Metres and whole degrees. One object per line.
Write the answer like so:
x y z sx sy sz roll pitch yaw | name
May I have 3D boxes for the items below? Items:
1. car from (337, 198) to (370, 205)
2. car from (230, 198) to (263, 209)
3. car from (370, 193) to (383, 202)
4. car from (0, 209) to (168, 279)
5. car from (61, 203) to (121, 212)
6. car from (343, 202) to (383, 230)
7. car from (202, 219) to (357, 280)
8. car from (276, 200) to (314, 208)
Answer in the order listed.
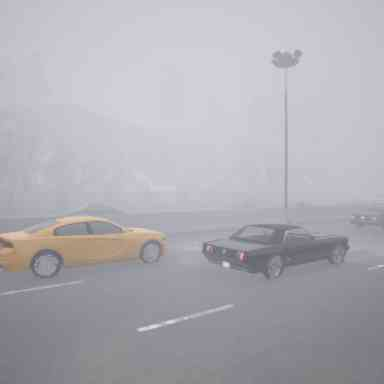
24.794 1.570 51.582 5.357 1.411 2.033 0 0 -34 | car
7.091 1.522 43.428 4.892 1.490 1.837 1 0 -35 | car
28.664 1.243 50.010 5.566 2.045 2.150 0 0 -34 | car
-3.107 1.480 10.128 5.008 1.535 1.882 0 0 -35 | car
-7.411 1.531 24.499 4.674 1.442 1.812 0 0 -35 | car
12.042 1.557 20.927 5.357 1.411 2.033 0 0 -35 | car
2.694 1.605 9.963 4.718 1.301 1.895 0 0 -35 | car
10.219 1.538 32.766 4.674 1.442 1.812 0 0 -35 | car
